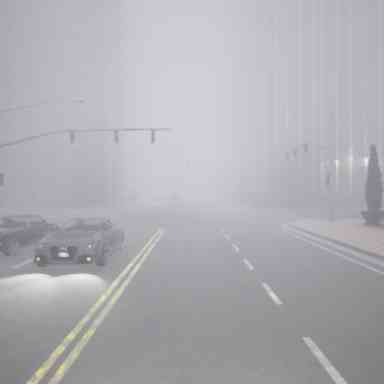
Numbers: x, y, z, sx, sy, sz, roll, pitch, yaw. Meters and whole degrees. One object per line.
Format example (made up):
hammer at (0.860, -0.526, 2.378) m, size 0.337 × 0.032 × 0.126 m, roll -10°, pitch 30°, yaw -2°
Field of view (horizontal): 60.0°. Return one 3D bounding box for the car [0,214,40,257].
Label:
car at (-7.059, 1.586, 13.061) m, size 1.895 × 1.301 × 4.718 m, roll 0°, pitch 0°, yaw 0°

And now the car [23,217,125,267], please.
car at (-3.570, 1.551, 11.239) m, size 1.994 × 1.385 × 4.181 m, roll 0°, pitch 0°, yaw 0°

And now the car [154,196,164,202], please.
car at (-6.980, 1.514, 70.556) m, size 1.895 × 1.301 × 4.718 m, roll 0°, pitch 0°, yaw 0°

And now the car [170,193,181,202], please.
car at (-3.480, 1.144, 70.554) m, size 2.150 × 2.045 × 5.566 m, roll 0°, pitch 0°, yaw 0°
